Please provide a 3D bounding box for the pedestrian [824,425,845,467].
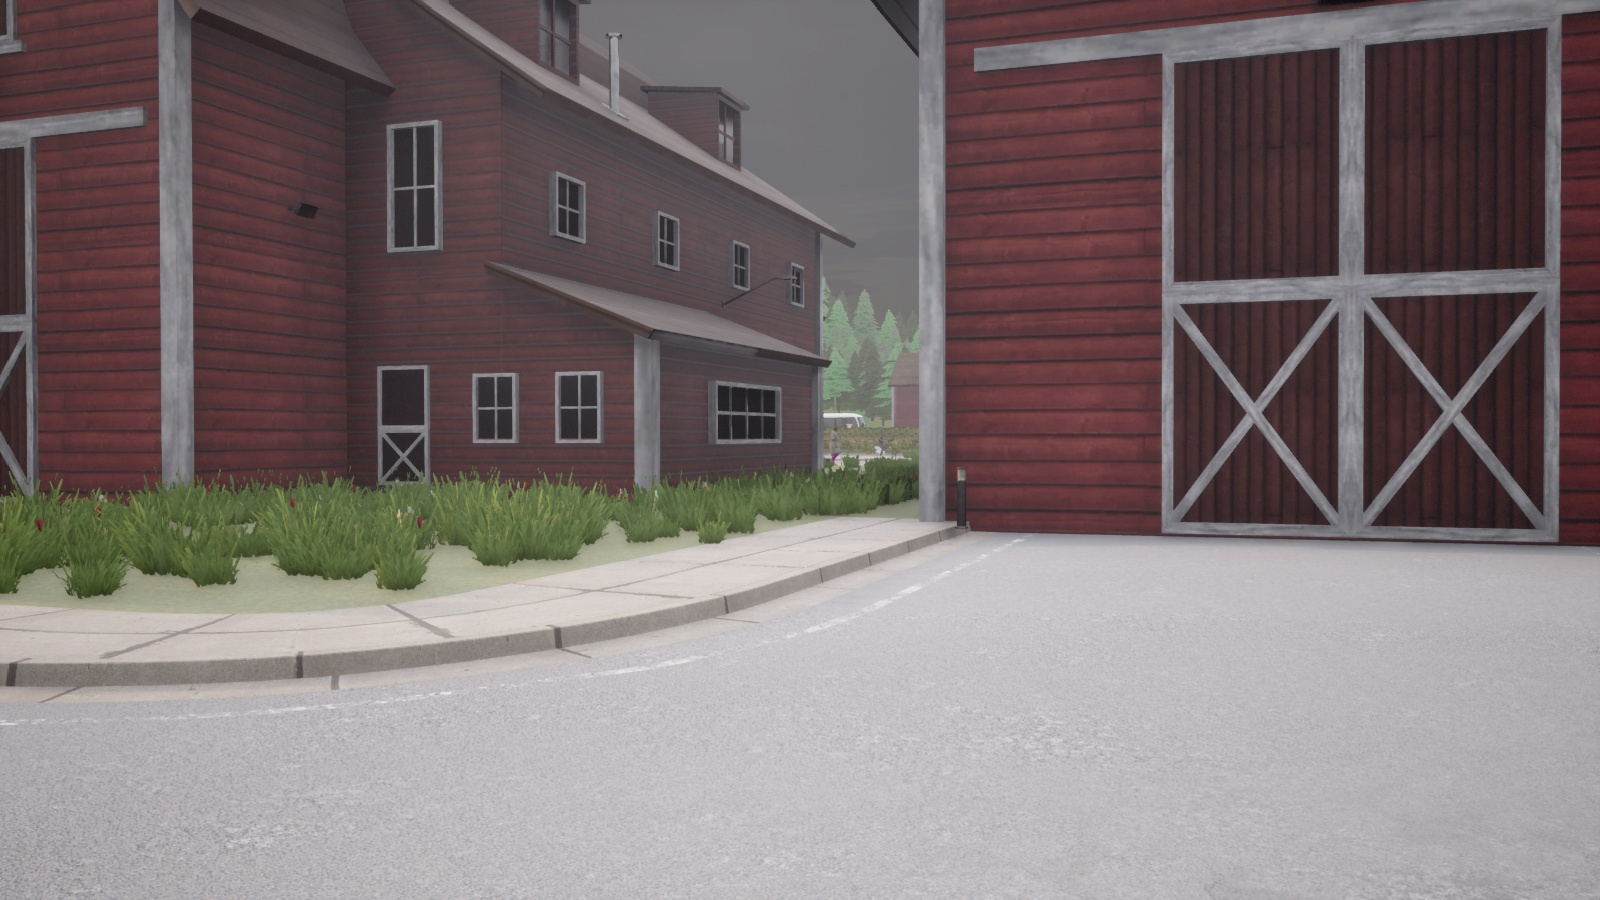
[{"bbox_3d":[1.649,-0.199,59.954,0.873,1.952,0.659,0,1,13],"label":"pedestrian"}]
